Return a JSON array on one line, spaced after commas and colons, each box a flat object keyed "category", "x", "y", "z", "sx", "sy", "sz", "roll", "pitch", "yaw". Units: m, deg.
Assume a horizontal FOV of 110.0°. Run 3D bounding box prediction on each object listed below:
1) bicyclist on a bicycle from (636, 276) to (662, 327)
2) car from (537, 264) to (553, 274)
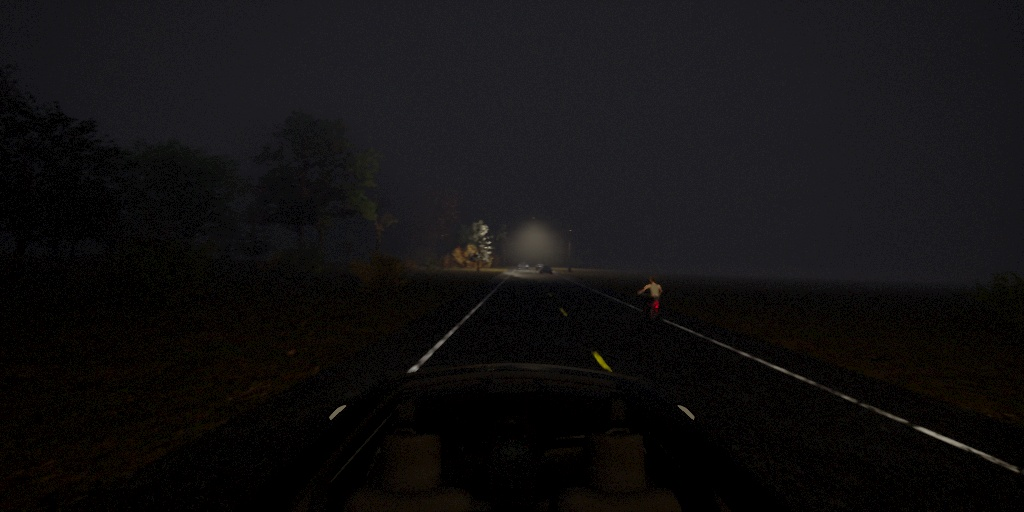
[{"category": "bicyclist on a bicycle", "x": 4.659, "y": 1.467, "z": 12.017, "sx": 0.866, "sy": 1.612, "sz": 1.509, "roll": 2, "pitch": -1, "yaw": 2}, {"category": "car", "x": 5.355, "y": 2.140, "z": 57.243, "sx": 1.812, "sy": 1.442, "sz": 4.674, "roll": 2, "pitch": -1, "yaw": 2}]
